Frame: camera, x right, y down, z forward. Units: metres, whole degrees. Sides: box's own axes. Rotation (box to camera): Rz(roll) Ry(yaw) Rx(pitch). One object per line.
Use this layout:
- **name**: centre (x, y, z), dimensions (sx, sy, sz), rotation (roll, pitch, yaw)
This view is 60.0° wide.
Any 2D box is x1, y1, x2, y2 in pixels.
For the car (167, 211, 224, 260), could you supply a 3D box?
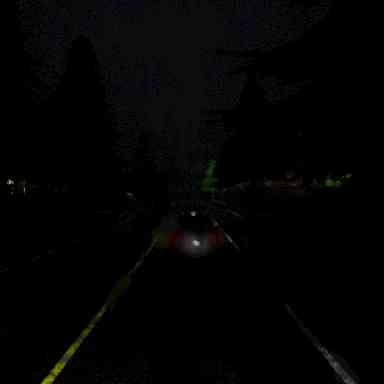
- **car**: centre (0.100, 1.657, 12.782), dimensions (1.994, 1.385, 4.181), rotation (0, 0, -1)

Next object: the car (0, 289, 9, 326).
- **car**: centre (-3.598, 1.621, 2.622), dimensions (1.895, 1.301, 4.718), rotation (0, 0, 0)

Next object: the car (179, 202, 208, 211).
- **car**: centre (0.094, 1.530, 24.686), dimensions (2.097, 1.767, 4.553), rotation (0, 0, 0)
